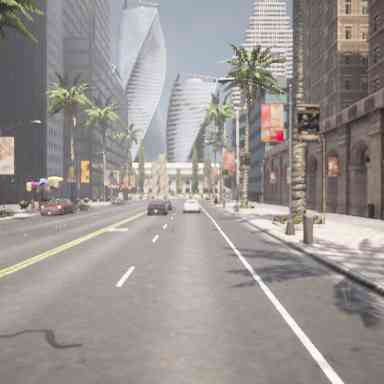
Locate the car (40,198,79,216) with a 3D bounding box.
[{"bbox_3d":[-13.694,1.447,34.102,2.185,1.767,4.553,0,0,-1],"label":"car"}]

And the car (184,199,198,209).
[{"bbox_3d":[-0.171,1.692,47.925,1.994,1.385,4.181,0,0,-1],"label":"car"}]

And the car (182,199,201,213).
[{"bbox_3d":[-0.051,1.628,38.076,1.812,1.442,4.674,0,0,0],"label":"car"}]

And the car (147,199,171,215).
[{"bbox_3d":[-3.512,1.598,34.543,1.837,1.490,4.892,0,0,-1],"label":"car"}]

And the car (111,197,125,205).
[{"bbox_3d":[-14.051,1.653,63.474,2.231,1.521,4.892,0,0,-1],"label":"car"}]

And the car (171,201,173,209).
[{"bbox_3d":[-3.630,1.646,44.805,1.812,1.442,4.674,0,0,-1],"label":"car"}]
